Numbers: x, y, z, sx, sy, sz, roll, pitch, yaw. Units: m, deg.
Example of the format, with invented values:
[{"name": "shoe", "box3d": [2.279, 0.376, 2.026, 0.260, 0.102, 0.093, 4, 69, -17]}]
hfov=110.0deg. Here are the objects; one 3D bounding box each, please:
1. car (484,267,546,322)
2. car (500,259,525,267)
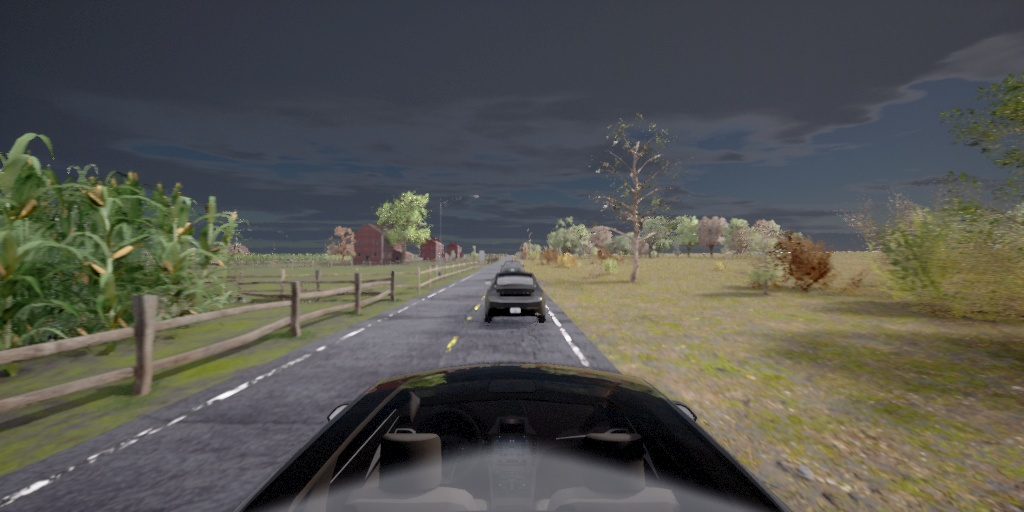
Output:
[{"name": "car", "box3d": [0.094, 1.283, 12.452, 1.837, 1.490, 4.892, 0, 0, 0]}, {"name": "car", "box3d": [0.034, 1.173, 31.530, 2.097, 1.767, 4.553, 0, 0, 0]}]
